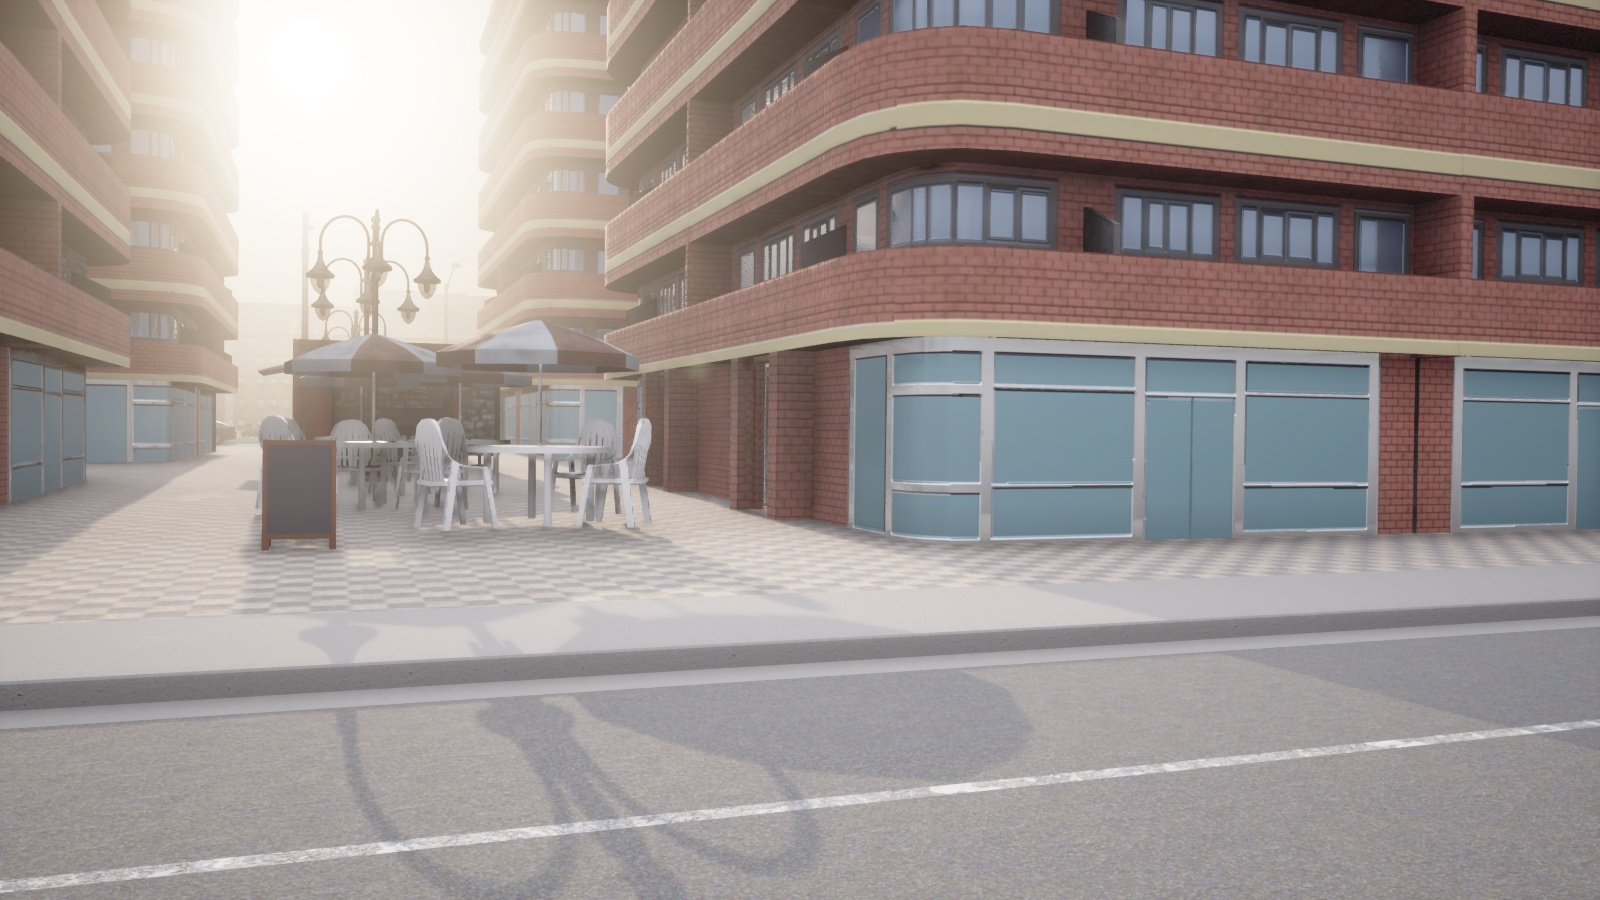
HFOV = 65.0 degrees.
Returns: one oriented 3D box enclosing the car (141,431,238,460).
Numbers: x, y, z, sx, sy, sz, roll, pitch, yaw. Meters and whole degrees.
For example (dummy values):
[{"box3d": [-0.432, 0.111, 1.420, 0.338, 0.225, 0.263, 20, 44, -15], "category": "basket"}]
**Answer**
[{"box3d": [-35.681, -0.273, 73.547, 4.892, 1.490, 1.837, -2, 1, -21], "category": "car"}]
